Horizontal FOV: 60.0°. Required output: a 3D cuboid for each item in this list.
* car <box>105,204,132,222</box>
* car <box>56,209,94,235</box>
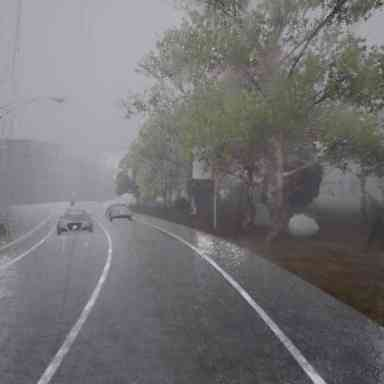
[{"bbox_3d":[-6.428,1.740,28.880,2.033,1.411,5.357,-2,0,-19],"label":"car"},{"bbox_3d":[-7.160,1.791,20.553,1.994,1.385,4.181,-2,0,-17],"label":"car"}]
